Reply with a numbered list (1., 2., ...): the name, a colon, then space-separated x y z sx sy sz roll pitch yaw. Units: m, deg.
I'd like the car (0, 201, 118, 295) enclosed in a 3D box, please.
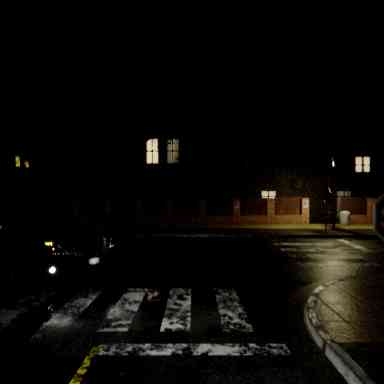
1. car: -4.568 1.270 9.117 5.566 2.045 2.150 -1 -2 32
